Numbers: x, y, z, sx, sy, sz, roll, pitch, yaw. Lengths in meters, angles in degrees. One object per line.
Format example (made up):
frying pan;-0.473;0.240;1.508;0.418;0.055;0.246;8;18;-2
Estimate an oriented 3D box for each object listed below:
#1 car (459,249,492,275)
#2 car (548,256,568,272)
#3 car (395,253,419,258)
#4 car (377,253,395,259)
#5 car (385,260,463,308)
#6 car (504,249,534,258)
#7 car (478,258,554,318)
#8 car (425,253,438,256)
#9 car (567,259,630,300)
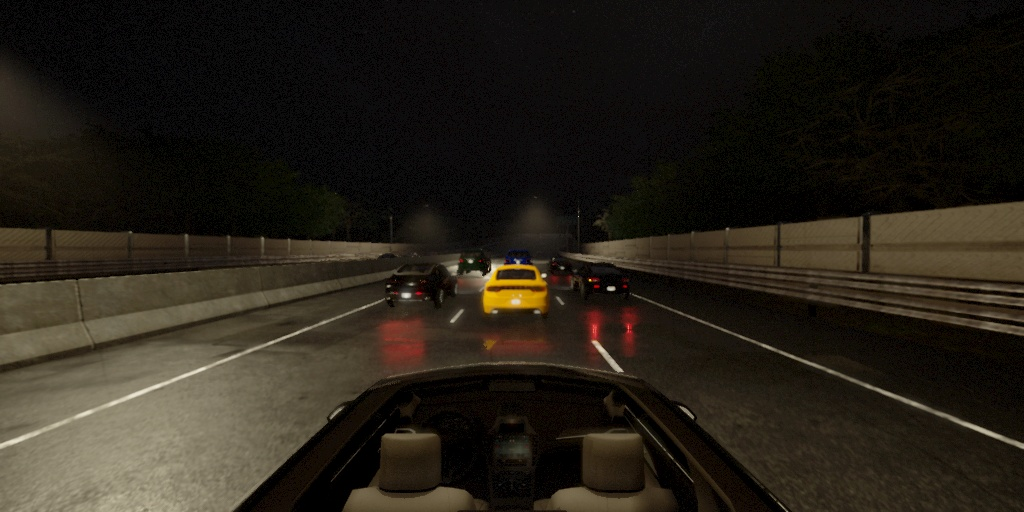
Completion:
car;-2.935;0.474;29.184;2.150;2.045;5.566;0;1;2
car;4.139;0.752;31.087;1.812;1.442;4.674;0;1;2
car;-15.970;0.257;56.160;2.128;1.511;4.902;0;1;3
car;-19.478;0.289;56.039;1.812;1.442;4.674;0;1;3
car;-3.294;1.016;13.770;1.837;1.490;4.892;0;0;1
car;0.561;0.481;29.006;2.150;2.045;5.566;0;1;2
car;0.168;1.027;12.092;1.882;1.535;5.008;0;1;1
car;-12.478;0.300;55.961;1.812;1.442;4.674;0;1;3
car;3.755;1.015;15.673;1.812;1.442;4.674;0;1;1
